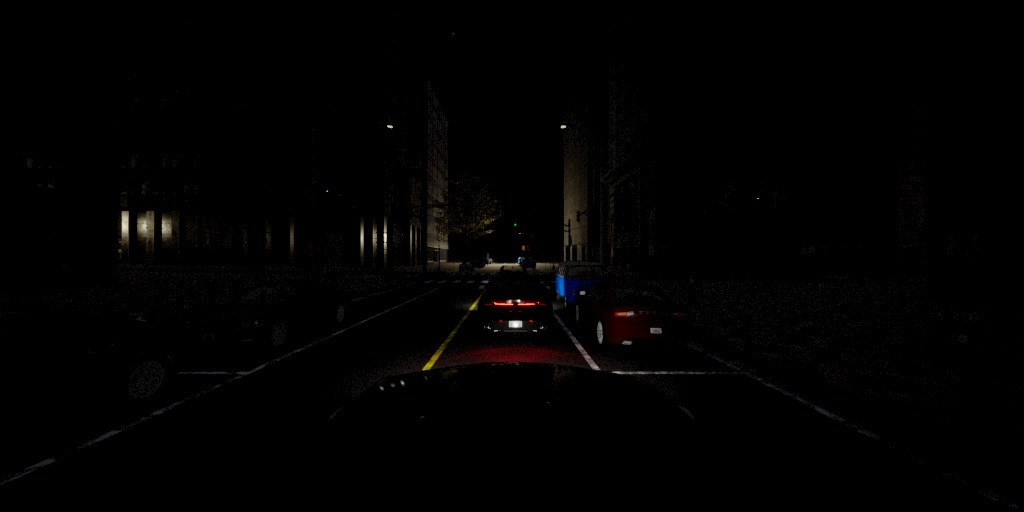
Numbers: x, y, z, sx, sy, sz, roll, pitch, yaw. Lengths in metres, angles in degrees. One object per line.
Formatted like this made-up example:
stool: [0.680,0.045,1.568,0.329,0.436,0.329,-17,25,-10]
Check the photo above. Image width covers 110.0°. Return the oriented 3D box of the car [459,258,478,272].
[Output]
car: [-5.917,1.297,47.017,1.751,1.417,4.829,0,0,0]

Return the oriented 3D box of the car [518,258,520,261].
car: [2.560,1.332,63.439,1.888,1.381,4.507,0,0,0]

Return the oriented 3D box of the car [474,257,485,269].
car: [-5.946,1.326,57.767,1.888,1.381,4.507,0,0,0]

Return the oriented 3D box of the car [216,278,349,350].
car: [-5.802,1.296,9.094,1.888,1.381,4.507,0,0,0]

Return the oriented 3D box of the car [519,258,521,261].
car: [2.578,1.347,58.026,1.948,1.339,4.313,0,0,0]

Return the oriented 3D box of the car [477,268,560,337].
car: [0.074,1.256,10.339,1.837,1.490,4.892,0,0,0]

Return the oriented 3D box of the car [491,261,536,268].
car: [0.047,1.246,19.767,2.128,1.511,4.902,0,0,-1]

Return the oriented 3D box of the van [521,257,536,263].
van: [2.596,1.117,52.613,1.690,1.789,3.998,0,0,0]

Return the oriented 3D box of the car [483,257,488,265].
car: [-5.964,1.102,63.056,2.192,1.841,5.009,0,0,0]

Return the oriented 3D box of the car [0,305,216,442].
car: [-5.782,1.295,3.569,1.888,1.381,4.507,0,0,0]

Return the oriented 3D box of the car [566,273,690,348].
car: [2.753,1.296,9.104,1.888,1.381,4.507,0,0,0]

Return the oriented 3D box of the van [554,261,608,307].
van: [2.736,1.093,14.629,1.690,1.789,3.998,0,0,0]
